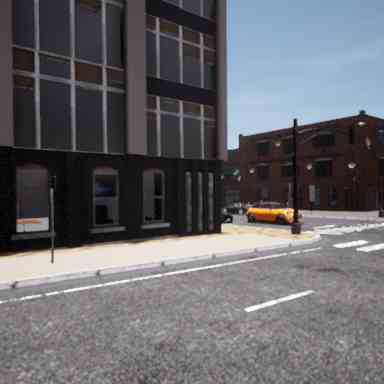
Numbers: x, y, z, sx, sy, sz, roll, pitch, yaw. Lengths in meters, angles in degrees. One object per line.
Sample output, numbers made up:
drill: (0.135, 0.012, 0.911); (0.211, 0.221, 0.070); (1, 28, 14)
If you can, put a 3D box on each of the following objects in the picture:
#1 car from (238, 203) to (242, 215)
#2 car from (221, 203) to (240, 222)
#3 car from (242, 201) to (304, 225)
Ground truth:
car: (5.233, 1.902, 38.174); (2.008, 1.369, 4.403); (-2, 0, -37)
car: (1.632, 1.923, 28.571); (1.947, 1.339, 4.313); (-2, 0, -37)
car: (6.571, 1.608, 26.547); (2.097, 1.767, 4.553); (-1, 0, -37)
